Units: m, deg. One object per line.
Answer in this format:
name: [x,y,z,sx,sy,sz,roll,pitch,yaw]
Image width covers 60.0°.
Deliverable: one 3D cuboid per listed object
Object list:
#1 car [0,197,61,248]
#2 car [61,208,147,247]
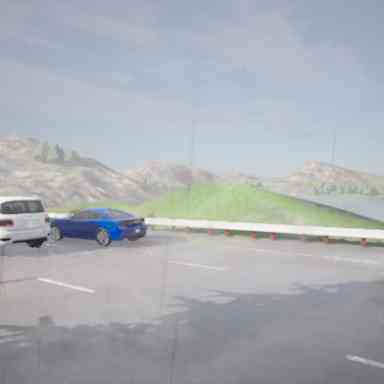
car: [-8.043,1.206,13.225,5.566,2.045,2.150,0,0,31]
car: [-4.347,1.455,15.049,5.008,1.535,1.882,0,0,32]
